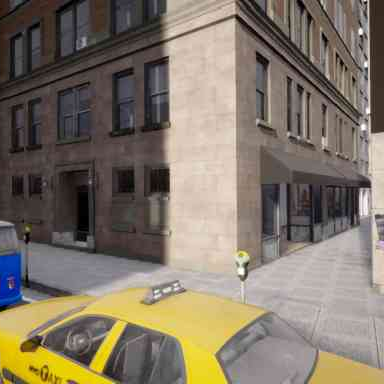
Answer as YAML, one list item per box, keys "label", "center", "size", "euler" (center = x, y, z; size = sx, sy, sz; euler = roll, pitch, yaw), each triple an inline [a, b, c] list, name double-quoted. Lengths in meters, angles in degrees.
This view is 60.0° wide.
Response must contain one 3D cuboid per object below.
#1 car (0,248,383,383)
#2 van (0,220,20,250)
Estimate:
- label: "car"
  center: [-0.473, 1.526, 3.198]
  size: [4.829, 1.417, 1.752]
  euler: [0, -1, 36]
- label: "van"
  center: [-4.946, 1.343, 6.404]
  size: [3.998, 1.788, 1.690]
  euler: [0, -1, 36]
